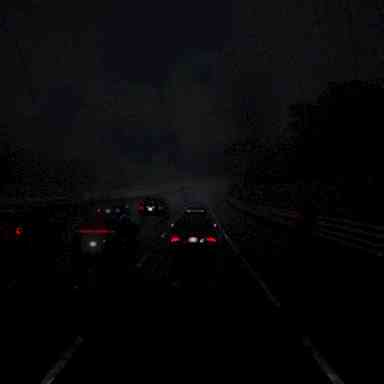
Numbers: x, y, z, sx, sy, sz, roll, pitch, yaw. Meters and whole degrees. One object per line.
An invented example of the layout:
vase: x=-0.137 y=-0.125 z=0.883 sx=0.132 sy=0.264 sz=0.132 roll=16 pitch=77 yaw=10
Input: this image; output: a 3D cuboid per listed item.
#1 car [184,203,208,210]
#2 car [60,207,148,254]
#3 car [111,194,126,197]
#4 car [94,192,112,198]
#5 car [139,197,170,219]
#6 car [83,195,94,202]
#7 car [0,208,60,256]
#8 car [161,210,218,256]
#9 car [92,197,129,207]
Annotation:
car: x=0.329 y=1.726 z=28.834 sx=2.128 sy=1.511 sz=4.902 roll=0 pitch=0 yaw=2
car: x=-3.427 y=1.622 z=14.040 sx=2.128 sy=1.511 sz=4.902 roll=0 pitch=0 yaw=1
car: x=-15.354 y=1.419 z=72.604 sx=2.033 sy=1.411 sz=5.357 roll=0 pitch=1 yaw=3
car: x=-18.849 y=1.103 z=72.802 sx=2.150 sy=2.045 sz=5.566 roll=0 pitch=1 yaw=3
car: x=-3.180 y=1.447 z=28.670 sx=2.150 sy=2.045 sz=5.566 roll=0 pitch=0 yaw=1
car: x=-22.339 y=1.399 z=73.068 sx=1.812 sy=1.442 sz=4.674 roll=0 pitch=1 yaw=3
car: x=-6.932 y=1.477 z=13.858 sx=2.097 sy=1.767 sz=4.553 roll=0 pitch=-1 yaw=1
car: x=0.064 y=1.675 z=13.690 sx=2.033 sy=1.411 sz=5.357 roll=0 pitch=0 yaw=1
car: x=-6.677 y=1.580 z=28.776 sx=2.097 sy=1.767 sz=4.553 roll=0 pitch=0 yaw=1
